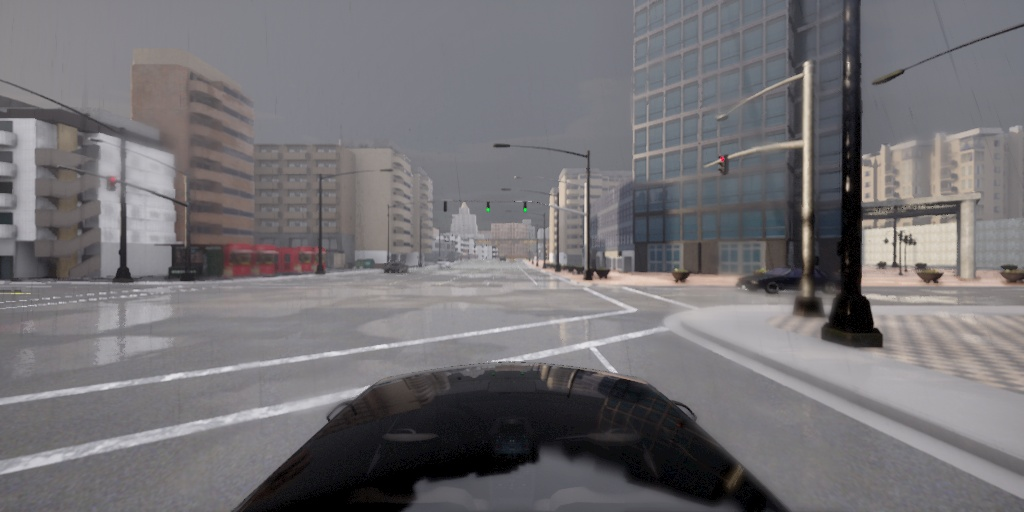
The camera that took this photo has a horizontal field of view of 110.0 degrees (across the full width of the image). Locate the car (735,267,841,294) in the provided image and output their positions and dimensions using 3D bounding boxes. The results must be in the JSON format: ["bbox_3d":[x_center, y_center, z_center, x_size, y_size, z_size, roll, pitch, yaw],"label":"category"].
[{"bbox_3d":[15.519,1.330,19.876,5.357,1.411,2.033,0,0,1],"label":"car"}]

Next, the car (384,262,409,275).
[{"bbox_3d":[-13.975,1.467,43.512,1.882,1.535,5.008,0,0,0],"label":"car"}]
